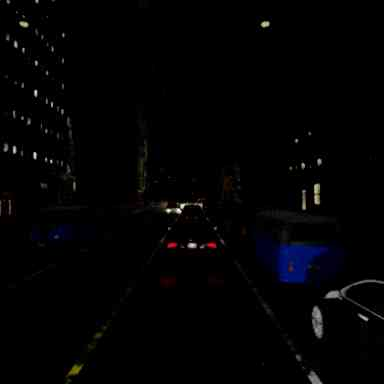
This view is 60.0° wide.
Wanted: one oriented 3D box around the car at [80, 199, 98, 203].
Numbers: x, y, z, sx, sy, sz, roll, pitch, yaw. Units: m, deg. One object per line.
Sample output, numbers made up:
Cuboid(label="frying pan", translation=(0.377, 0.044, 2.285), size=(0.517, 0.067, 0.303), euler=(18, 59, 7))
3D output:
Cuboid(label="car", translation=(-23.116, 2.373, 74.650), size=(4.097, 1.590, 1.967), euler=(-1, -1, 1))

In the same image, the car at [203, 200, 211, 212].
Cuboid(label="car", translation=(2.698, 2.023, 42.039), size=(1.947, 1.339, 4.313), euler=(1, -1, 0))

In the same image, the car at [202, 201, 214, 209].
Cuboid(label="car", translation=(2.821, 2.213, 58.468), size=(1.802, 1.307, 4.206), euler=(1, -1, 0))

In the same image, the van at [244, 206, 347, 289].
Cuboid(label="van", translation=(2.705, 1.445, 9.177), size=(1.690, 1.788, 3.998), euler=(1, -1, 0))

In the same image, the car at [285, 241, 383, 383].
Cuboid(label="car", translation=(2.702, 1.594, 3.697), size=(2.008, 1.369, 4.403), euler=(1, -1, 0))

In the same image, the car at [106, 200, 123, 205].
Cuboid(label="car", translation=(-17.432, 2.459, 74.593), size=(4.206, 1.307, 1.802), euler=(-1, -1, 1))

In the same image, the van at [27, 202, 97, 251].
Cuboid(label="van", translation=(-5.676, 1.505, 14.651), size=(1.690, 1.788, 3.998), euler=(1, -1, 0))

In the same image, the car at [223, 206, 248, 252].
Cuboid(label="car", translation=(2.702, 1.604, 14.653), size=(1.967, 1.590, 4.097), euler=(1, -1, 0))

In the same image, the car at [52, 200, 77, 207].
Cuboid(label="car", translation=(-28.629, 2.512, 74.700), size=(4.829, 1.417, 1.752), euler=(-1, -1, 1))

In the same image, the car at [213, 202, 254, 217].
Cuboid(label="car", translation=(2.704, 1.538, 20.133), size=(2.192, 1.841, 5.009), euler=(1, -1, 0))

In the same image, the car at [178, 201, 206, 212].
Cuboid(label="car", translation=(0.020, 1.820, 28.491), size=(1.837, 1.490, 4.892), euler=(0, 0, 1))

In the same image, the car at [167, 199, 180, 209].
Cuboid(label="car", translation=(-3.078, 1.958, 56.062), size=(2.097, 1.767, 4.553), euler=(0, -1, 0))

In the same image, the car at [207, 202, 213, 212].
Cuboid(label="car", translation=(2.700, 1.907, 31.084), size=(1.947, 1.339, 4.313), euler=(1, -1, 0))

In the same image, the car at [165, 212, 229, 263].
Cuboid(label="car", translation=(0.009, 1.688, 12.546), size=(2.033, 1.411, 5.357), euler=(0, -1, 0))

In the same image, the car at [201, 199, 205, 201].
Cuboid(label="car", translation=(2.698, 2.067, 47.516), size=(2.008, 1.369, 4.403), euler=(1, -1, 0))

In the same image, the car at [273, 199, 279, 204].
Cuboid(label="car", translation=(20.677, 2.035, 74.236), size=(4.829, 1.417, 1.752), euler=(-1, -1, 1))
